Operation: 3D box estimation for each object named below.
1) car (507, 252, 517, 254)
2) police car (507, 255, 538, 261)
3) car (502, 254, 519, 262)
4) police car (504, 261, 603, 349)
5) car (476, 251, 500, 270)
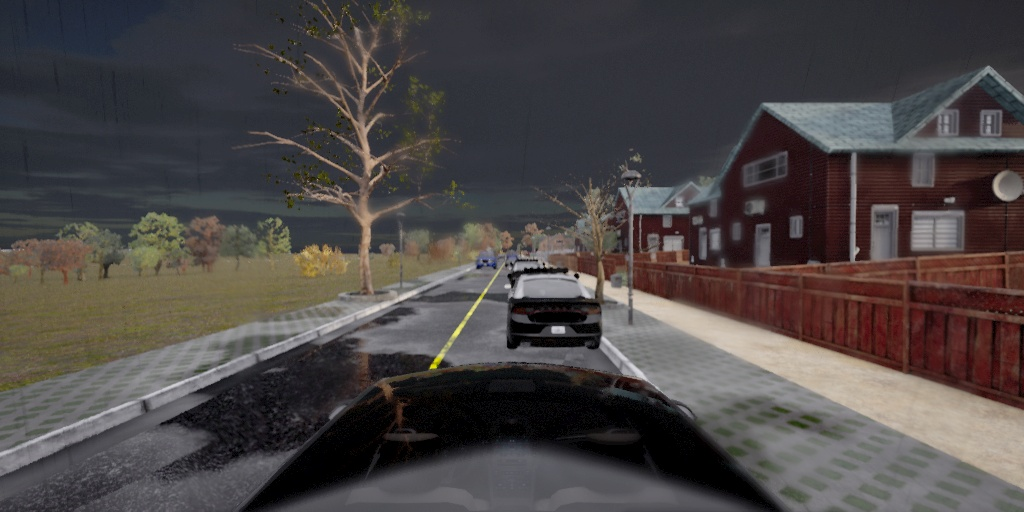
[{"bbox_3d":[0.053,0.244,62.025,2.150,2.045,5.566,0,1,0],"label":"car"},{"bbox_3d":[0.839,0.960,18.993,1.930,1.638,5.238,0,1,0],"label":"police car"},{"bbox_3d":[0.078,0.757,47.266,1.994,1.385,4.181,0,1,0],"label":"car"},{"bbox_3d":[0.830,1.084,8.994,1.930,1.638,5.238,0,1,0],"label":"police car"},{"bbox_3d":[-2.816,0.494,40.513,2.150,2.045,5.566,0,1,0],"label":"car"}]
